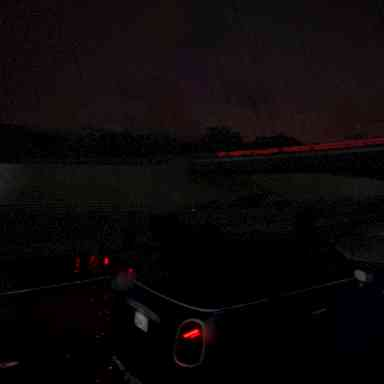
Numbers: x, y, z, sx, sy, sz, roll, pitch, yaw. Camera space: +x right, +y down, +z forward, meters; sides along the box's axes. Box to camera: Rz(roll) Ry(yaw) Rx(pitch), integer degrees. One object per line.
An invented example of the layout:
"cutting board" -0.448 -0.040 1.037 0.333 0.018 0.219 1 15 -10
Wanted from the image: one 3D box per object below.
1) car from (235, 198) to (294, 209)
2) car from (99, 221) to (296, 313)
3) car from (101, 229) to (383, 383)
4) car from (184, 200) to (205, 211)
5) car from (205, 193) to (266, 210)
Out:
"car" 5.938 1.426 25.427 4.892 1.490 1.837 0 0 -35
"car" 0.315 1.587 8.314 4.718 1.301 1.895 0 0 -35
"car" 1.208 1.338 4.655 4.553 1.767 2.097 0 0 -35
"car" 1.537 1.447 30.888 4.892 1.490 1.837 0 0 -35
"car" 4.210 1.149 28.494 5.566 2.045 2.150 0 0 -35
